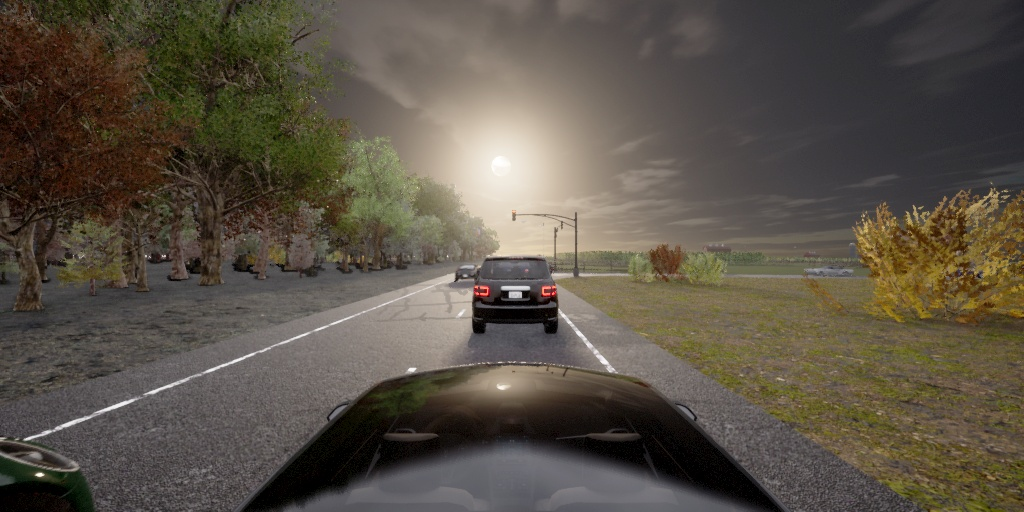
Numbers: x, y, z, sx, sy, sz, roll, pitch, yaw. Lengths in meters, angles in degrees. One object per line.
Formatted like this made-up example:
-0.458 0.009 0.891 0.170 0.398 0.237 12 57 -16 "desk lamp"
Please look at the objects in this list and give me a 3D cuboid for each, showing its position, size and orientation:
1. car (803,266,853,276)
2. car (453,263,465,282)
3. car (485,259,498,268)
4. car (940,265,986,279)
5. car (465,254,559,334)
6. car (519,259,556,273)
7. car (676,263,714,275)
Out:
38.806 1.833 44.111 4.718 1.301 1.895 1 -1 0 "car"
-3.458 1.281 28.902 1.812 1.442 4.674 0 0 0 "car"
-3.530 1.319 62.506 1.994 1.385 4.181 0 0 0 "car"
50.293 1.775 40.462 5.008 1.535 1.882 1 -1 1 "car"
0.078 0.974 10.813 2.150 2.045 5.566 0 0 0 "car"
3.375 1.329 48.538 4.892 1.490 1.837 4 4 44 "car"
22.621 1.581 44.154 4.674 1.442 1.812 1 -1 0 "car"
